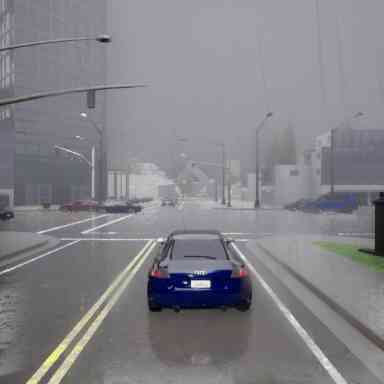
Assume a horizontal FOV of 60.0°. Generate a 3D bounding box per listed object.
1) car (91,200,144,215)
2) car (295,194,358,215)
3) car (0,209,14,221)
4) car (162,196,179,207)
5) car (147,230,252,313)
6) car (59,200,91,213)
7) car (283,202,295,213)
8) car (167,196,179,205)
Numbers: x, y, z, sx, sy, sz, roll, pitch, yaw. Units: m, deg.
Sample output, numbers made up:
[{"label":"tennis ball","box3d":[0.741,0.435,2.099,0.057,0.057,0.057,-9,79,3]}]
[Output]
[{"label":"car","box3d":[-7.294,1.637,33.454,4.718,1.301,1.895,0,0,0]},{"label":"car","box3d":[13.762,1.210,33.608,5.566,2.045,2.150,0,0,0]},{"label":"car","box3d":[-16.385,1.672,26.190,4.181,1.385,1.994,-1,0,0]},{"label":"car","box3d":[-3.565,1.491,51.251,2.128,1.511,4.902,0,0,0]},{"label":"car","box3d":[0.091,1.564,7.774,1.994,1.385,4.181,0,0,-2]},{"label":"car","box3d":[-12.265,1.591,36.917,4.674,1.442,1.812,-1,0,0]},{"label":"car","box3d":[12.678,1.496,37.101,4.892,1.490,1.837,0,0,0]},{"label":"car","box3d":[-3.515,1.505,61.651,1.837,1.490,4.892,0,0,1]}]
